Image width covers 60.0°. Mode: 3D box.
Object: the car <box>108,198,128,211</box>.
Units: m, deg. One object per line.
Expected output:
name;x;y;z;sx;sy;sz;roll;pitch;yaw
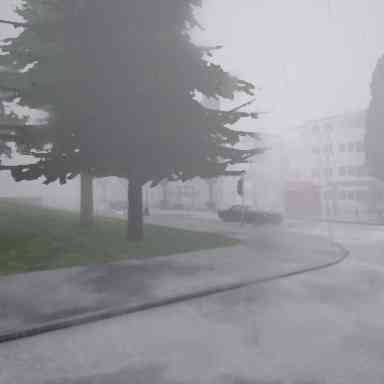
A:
car;-8.722;1.486;40.719;1.837;1.490;4.892;0;0;-35

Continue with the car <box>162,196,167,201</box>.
car;-5.160;1.465;83.257;4.536;1.218;1.853;0;0;-6

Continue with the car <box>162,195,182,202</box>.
car;-5.109;1.623;83.263;4.974;1.542;2.038;0;0;-6

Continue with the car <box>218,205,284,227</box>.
car;3.959;1.582;22.946;1.895;1.301;4.718;0;0;-36
